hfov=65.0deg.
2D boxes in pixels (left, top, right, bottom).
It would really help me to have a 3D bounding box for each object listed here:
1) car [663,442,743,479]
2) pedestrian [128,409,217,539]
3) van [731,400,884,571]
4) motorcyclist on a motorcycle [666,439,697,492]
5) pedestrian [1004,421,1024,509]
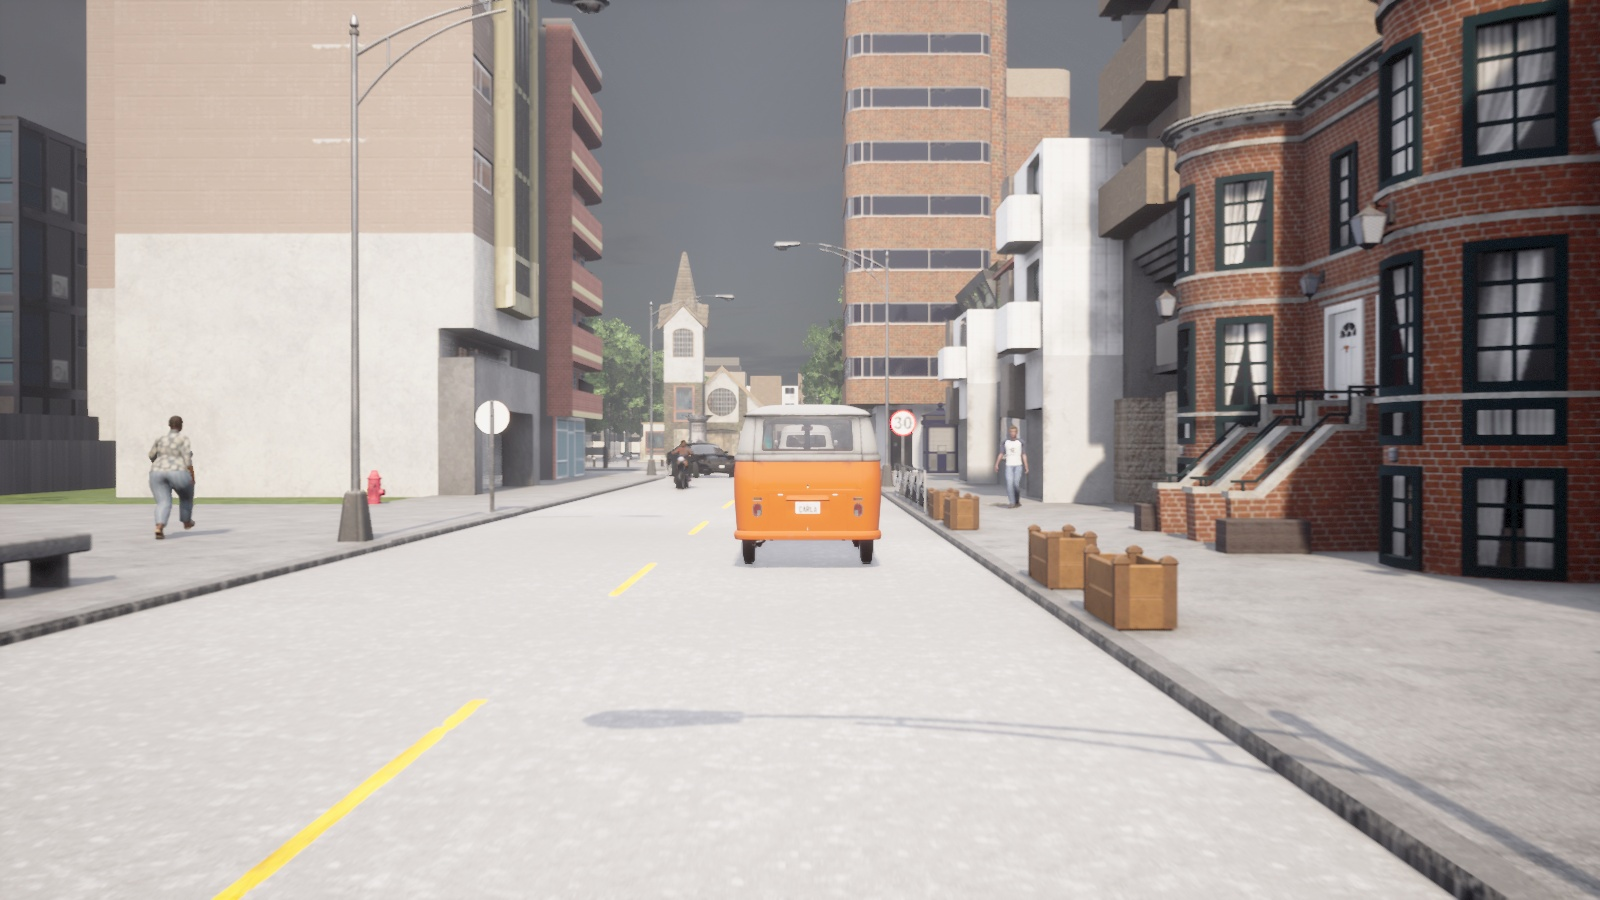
[{"bbox_3d":[-4.299,0.413,54.742,1.882,1.535,5.008,0,0,-24],"label":"car"},{"bbox_3d":[-9.218,0.345,18.476,0.874,1.855,0.900,0,0,-2],"label":"pedestrian"},{"bbox_3d":[0.098,0.404,16.864,1.775,1.987,4.442,0,0,0],"label":"van"},{"bbox_3d":[-3.804,0.465,40.522,0.766,1.649,2.350,0,0,0],"label":"motorcyclist on a motorcycle"},{"bbox_3d":[4.501,0.311,26.387,0.354,1.836,0.706,0,0,13],"label":"pedestrian"}]
